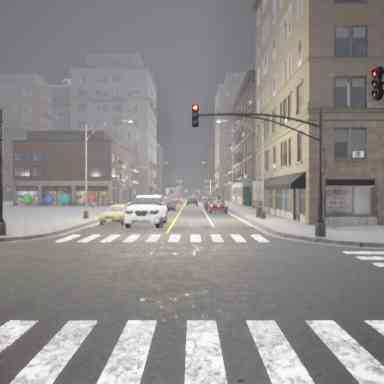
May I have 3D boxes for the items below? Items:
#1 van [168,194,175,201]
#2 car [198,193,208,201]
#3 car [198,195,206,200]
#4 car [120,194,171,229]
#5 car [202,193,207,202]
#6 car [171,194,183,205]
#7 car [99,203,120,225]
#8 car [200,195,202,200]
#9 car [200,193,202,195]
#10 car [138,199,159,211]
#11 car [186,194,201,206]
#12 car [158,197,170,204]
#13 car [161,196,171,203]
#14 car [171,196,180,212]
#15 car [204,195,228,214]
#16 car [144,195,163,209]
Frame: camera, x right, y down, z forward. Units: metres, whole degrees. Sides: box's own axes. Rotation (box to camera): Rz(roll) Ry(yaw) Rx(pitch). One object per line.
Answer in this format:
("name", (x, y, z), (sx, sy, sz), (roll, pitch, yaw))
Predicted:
("van", (-5.313, 1.317, 86.353), (1.690, 1.788, 3.998), (0, 0, 0))
("car", (2.707, 1.292, 80.683), (2.192, 1.841, 5.009), (0, 0, 0))
("car", (2.717, 1.541, 92.008), (1.947, 1.339, 4.313), (0, 0, 0))
("car", (-2.888, 1.215, 22.082), (2.150, 2.045, 5.566), (0, 0, 2))
("car", (2.672, 1.302, 41.051), (2.192, 1.841, 5.009), (0, 0, 0))
("car", (-2.708, 1.332, 57.574), (2.097, 1.767, 4.553), (0, 0, 0))
("car", (-5.368, 1.517, 23.902), (1.752, 1.417, 4.829), (0, 0, 0))
("car", (2.682, 1.509, 52.544), (1.752, 1.417, 4.829), (0, 0, 0))
("car", (2.697, 1.530, 69.360), (2.008, 1.369, 4.403), (0, 0, 0))
("car", (-5.353, 1.537, 41.058), (2.008, 1.369, 4.403), (0, 0, 0))
("car", (0.047, 1.488, 54.009), (1.837, 1.490, 4.892), (0, 0, 0))
("car", (-5.333, 1.562, 63.706), (1.802, 1.307, 4.206), (0, 0, 0))
("car", (-5.328, 1.504, 69.198), (1.752, 1.417, 4.829), (0, 0, 0))
("car", (-2.816, 1.535, 39.272), (2.033, 1.411, 5.357), (0, 0, 0))
("car", (2.667, 1.428, 35.388), (1.967, 1.590, 4.097), (0, 0, 0))
("car", (-5.348, 1.300, 46.720), (2.192, 1.841, 5.009), (0, 0, 0))
